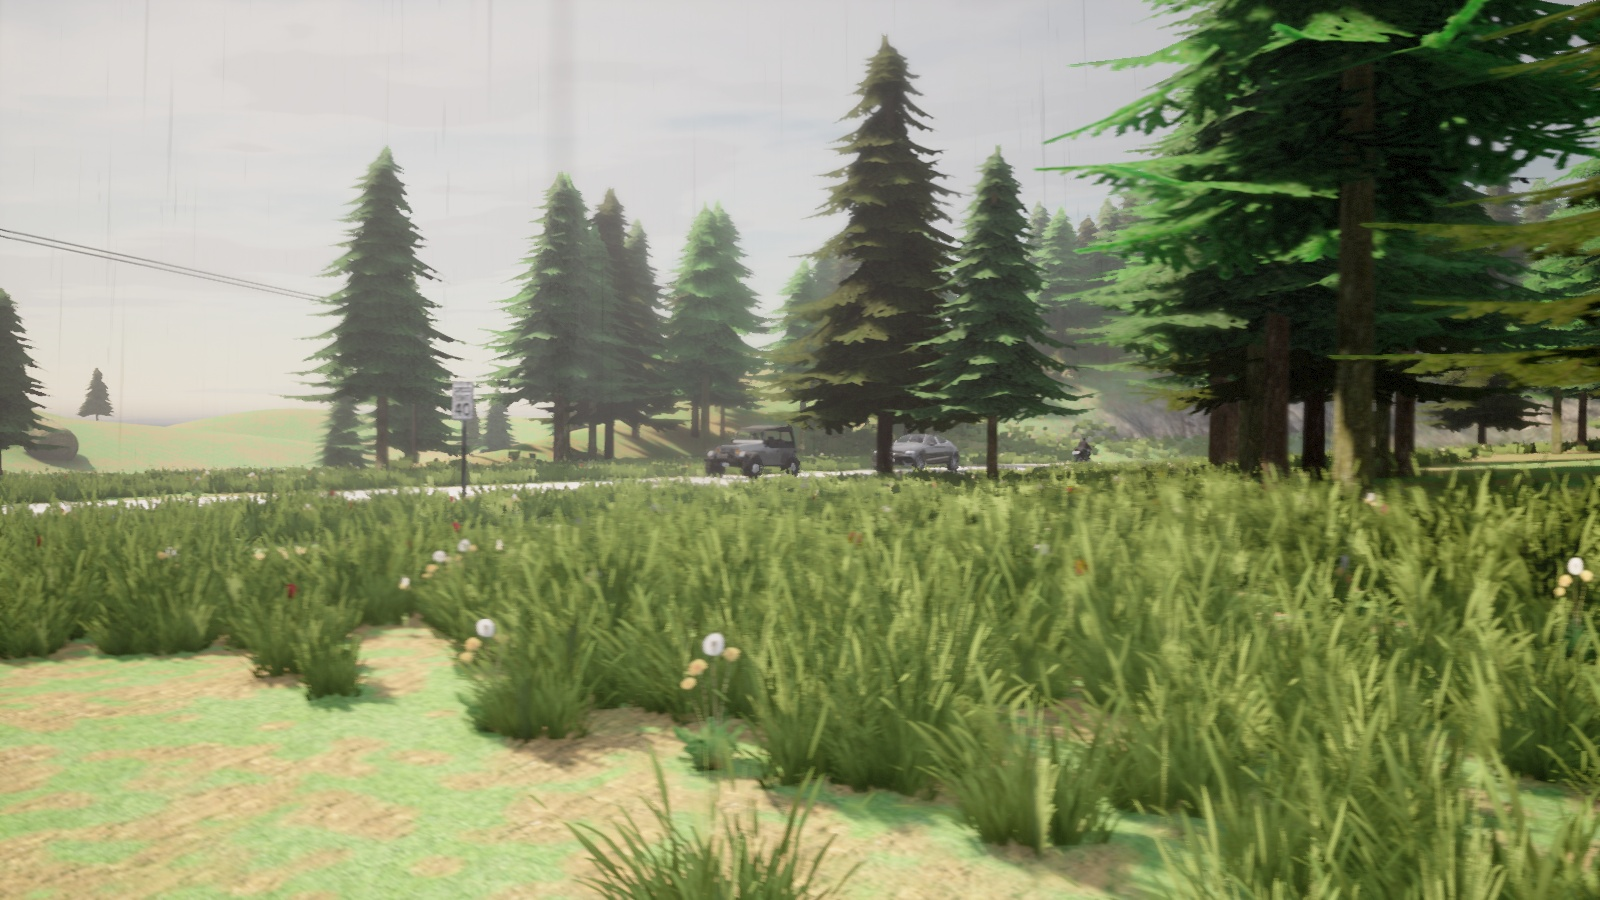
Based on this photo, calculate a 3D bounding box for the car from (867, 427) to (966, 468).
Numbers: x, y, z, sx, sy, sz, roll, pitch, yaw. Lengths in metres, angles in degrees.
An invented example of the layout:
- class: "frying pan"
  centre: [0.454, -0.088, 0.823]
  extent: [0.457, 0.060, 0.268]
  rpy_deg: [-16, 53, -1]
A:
- class: "car"
  centre: [5.115, -0.139, 54.399]
  extent: [2.152, 1.651, 5.027]
  rpy_deg: [0, 1, 33]

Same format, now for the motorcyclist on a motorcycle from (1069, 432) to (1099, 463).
- class: "motorcyclist on a motorcycle"
  centre: [14.136, -0.126, 62.392]
  extent: [0.797, 1.523, 2.044]
  rpy_deg: [0, 1, 33]

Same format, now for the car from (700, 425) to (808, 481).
- class: "car"
  centre: [-1.564, 0.079, 44.139]
  extent: [1.905, 1.878, 3.866]
  rpy_deg: [0, 1, 33]
